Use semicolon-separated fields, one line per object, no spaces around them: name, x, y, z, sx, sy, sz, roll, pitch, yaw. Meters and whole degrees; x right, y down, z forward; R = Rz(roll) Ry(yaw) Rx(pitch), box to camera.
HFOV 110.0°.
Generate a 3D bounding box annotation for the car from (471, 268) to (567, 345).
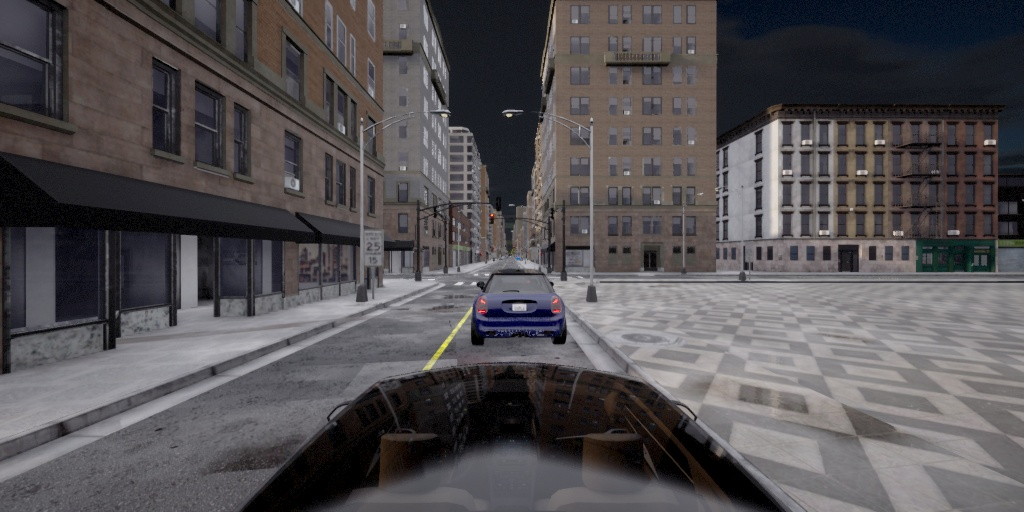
car;0.102;1.101;9.661;2.097;1.767;4.553;0;0;-1
